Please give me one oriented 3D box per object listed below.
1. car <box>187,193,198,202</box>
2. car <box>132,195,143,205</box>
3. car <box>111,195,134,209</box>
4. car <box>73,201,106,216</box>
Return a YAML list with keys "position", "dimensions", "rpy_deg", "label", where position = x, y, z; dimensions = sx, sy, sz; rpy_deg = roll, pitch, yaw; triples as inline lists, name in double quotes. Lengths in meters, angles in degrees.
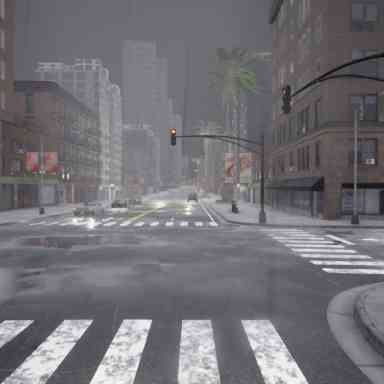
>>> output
- position: [0.122, 1.163, 71.965]
  dimensions: [2.150, 2.045, 5.566]
  rpy_deg: [0, 0, 0]
  label: "car"
- position: [-9.771, 1.324, 56.849]
  dimensions: [2.097, 1.767, 4.553]
  rpy_deg: [0, 0, 0]
  label: "car"
- position: [-9.800, 1.549, 45.845]
  dimensions: [1.994, 1.385, 4.181]
  rpy_deg: [0, 0, 1]
  label: "car"
- position: [-9.820, 1.594, 32.008]
  dimensions: [1.895, 1.301, 4.718]
  rpy_deg: [0, 0, 0]
  label: "car"
